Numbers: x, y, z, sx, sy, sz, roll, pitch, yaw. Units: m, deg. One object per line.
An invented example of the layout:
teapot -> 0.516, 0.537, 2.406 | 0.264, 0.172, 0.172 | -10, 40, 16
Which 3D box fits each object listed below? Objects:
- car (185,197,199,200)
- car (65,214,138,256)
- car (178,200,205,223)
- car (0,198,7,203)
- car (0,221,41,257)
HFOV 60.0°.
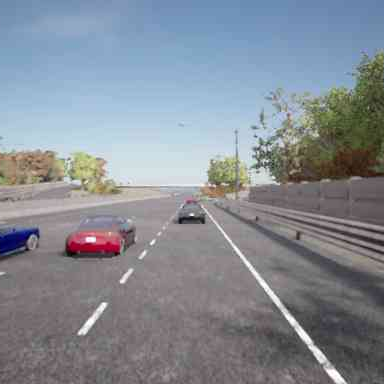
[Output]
car -> -0.008, 1.555, 52.418 | 1.882, 1.535, 5.008 | 0, 0, 0
car -> -3.404, 1.569, 13.178 | 1.994, 1.385, 4.181 | 0, 0, 0
car -> -0.009, 1.586, 25.735 | 1.994, 1.385, 4.181 | 0, 0, 0
car -> -21.093, 1.387, 34.664 | 2.097, 1.767, 4.553 | 0, 0, 0
car -> -6.902, 1.604, 11.063 | 1.895, 1.301, 4.718 | 0, 0, 0
